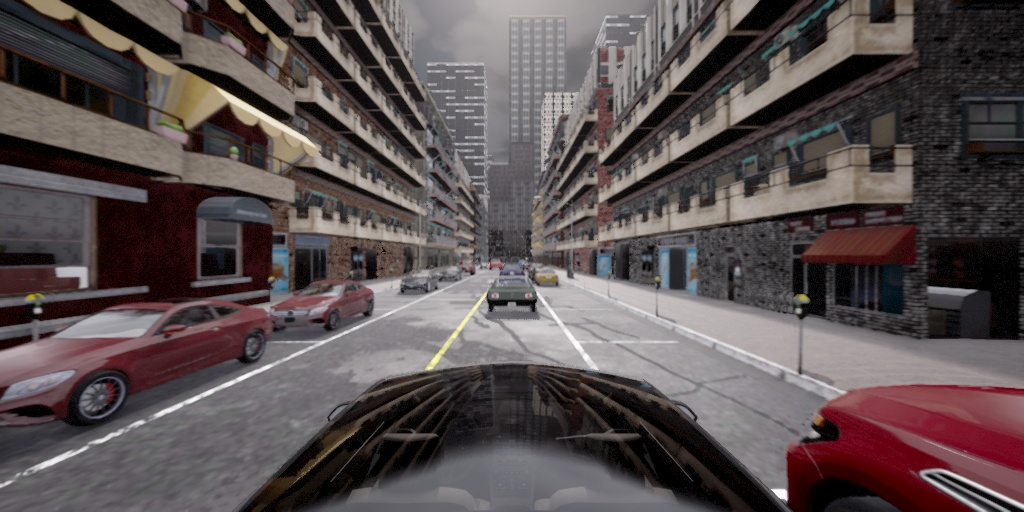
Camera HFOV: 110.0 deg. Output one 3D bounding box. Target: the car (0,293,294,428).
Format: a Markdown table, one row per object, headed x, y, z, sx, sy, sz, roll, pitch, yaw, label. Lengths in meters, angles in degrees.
| x | y | z | sx | sy | sz | roll | pitch | yaw | label |
| --- | --- | --- | --- | --- | --- | --- | --- | --- | --- |
| -5.693 | 1.370 | 5.682 | 1.802 | 1.307 | 4.207 | 0 | 0 | 0 | car |

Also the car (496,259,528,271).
| x | y | z | sx | sy | sz | roll | pitch | yaw | label |
| --- | --- | --- | --- | --- | --- | --- | --- | --- | --- |
| 0.019 | 1.373 | 30.262 | 2.097 | 1.767 | 4.553 | 0 | -1 | 0 | car |

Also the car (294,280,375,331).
| x | y | z | sx | sy | sz | roll | pitch | yaw | label |
| --- | --- | --- | --- | --- | --- | --- | --- | --- | --- |
| -5.693 | 1.423 | 11.284 | 1.802 | 1.307 | 4.207 | 0 | 0 | 0 | car |

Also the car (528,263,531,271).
| x | y | z | sx | sy | sz | roll | pitch | yaw | label |
| --- | --- | --- | --- | --- | --- | --- | --- | --- | --- |
| 2.686 | 1.620 | 33.663 | 1.948 | 1.339 | 4.313 | 0 | 0 | 0 | car |

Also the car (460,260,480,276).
| x | y | z | sx | sy | sz | roll | pitch | yaw | label |
| --- | --- | --- | --- | --- | --- | --- | --- | --- | --- |
| -5.696 | 1.477 | 44.895 | 2.192 | 1.841 | 5.009 | 0 | 0 | 0 | car |

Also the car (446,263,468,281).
| x | y | z | sx | sy | sz | roll | pitch | yaw | label |
| --- | --- | --- | --- | --- | --- | --- | --- | --- | --- |
| -5.695 | 1.605 | 33.692 | 2.007 | 1.370 | 4.403 | 0 | 0 | 0 | car |

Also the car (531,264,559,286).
| x | y | z | sx | sy | sz | roll | pitch | yaw | label |
| --- | --- | --- | --- | --- | --- | --- | --- | --- | --- |
| 2.686 | 1.526 | 28.232 | 1.751 | 1.417 | 4.829 | 0 | 0 | 0 | car |

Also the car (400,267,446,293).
| x | y | z | sx | sy | sz | roll | pitch | yaw | label |
| --- | --- | --- | --- | --- | --- | --- | --- | --- | --- |
| -5.694 | 1.498 | 22.488 | 2.007 | 1.370 | 4.403 | 0 | 0 | 0 | car |

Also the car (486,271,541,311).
| x | y | z | sx | sy | sz | roll | pitch | yaw | label |
| --- | --- | --- | --- | --- | --- | --- | --- | --- | --- |
| 0.016 | 1.479 | 15.091 | 1.895 | 1.301 | 4.718 | 0 | -1 | 0 | car |
